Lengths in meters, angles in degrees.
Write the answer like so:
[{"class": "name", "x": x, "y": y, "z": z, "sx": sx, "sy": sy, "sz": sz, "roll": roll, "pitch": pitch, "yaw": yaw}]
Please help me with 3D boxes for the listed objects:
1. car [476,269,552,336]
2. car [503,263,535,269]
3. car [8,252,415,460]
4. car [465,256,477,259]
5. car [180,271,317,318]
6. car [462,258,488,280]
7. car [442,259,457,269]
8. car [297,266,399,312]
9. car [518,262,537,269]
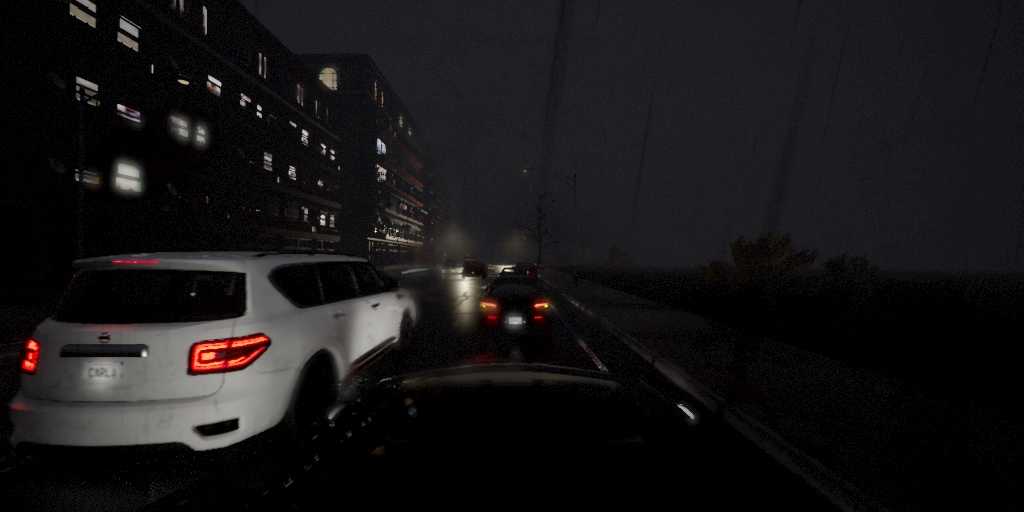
[{"class": "car", "x": 0.074, "y": 1.277, "z": 10.267, "sx": 1.812, "sy": 1.442, "sz": 4.674, "roll": 0, "pitch": 0, "yaw": 0}, {"class": "car", "x": 0.062, "y": 1.317, "z": 20.434, "sx": 1.994, "sy": 1.385, "sz": 4.181, "roll": 0, "pitch": 0, "yaw": 0}, {"class": "car", "x": -3.160, "y": 0.972, "z": 5.446, "sx": 2.150, "sy": 2.045, "sz": 5.566, "roll": 0, "pitch": 0, "yaw": 0}, {"class": "car", "x": -6.703, "y": 0.974, "z": 58.544, "sx": 2.150, "sy": 2.045, "sz": 5.566, "roll": 0, "pitch": 0, "yaw": 0}, {"class": "car", "x": -9.876, "y": 1.353, "z": 14.033, "sx": 1.895, "sy": 1.301, "sz": 4.718, "roll": 0, "pitch": 0, "yaw": 0}, {"class": "car", "x": -3.212, "y": 1.231, "z": 31.881, "sx": 1.882, "sy": 1.535, "sz": 5.008, "roll": 0, "pitch": 0, "yaw": 0}, {"class": "car", "x": -9.950, "y": 1.256, "z": 57.532, "sx": 1.837, "sy": 1.490, "sz": 4.892, "roll": 0, "pitch": 0, "yaw": 0}, {"class": "car", "x": -6.629, "y": 1.243, "z": 15.267, "sx": 2.128, "sy": 1.511, "sz": 4.902, "roll": 0, "pitch": 0, "yaw": 0}, {"class": "car", "x": 1.079, "y": 1.231, "z": 29.962, "sx": 1.882, "sy": 1.535, "sz": 5.008, "roll": 0, "pitch": 0, "yaw": 0}]
